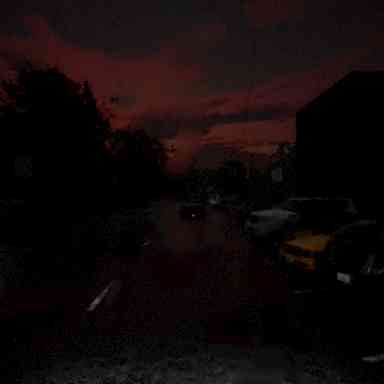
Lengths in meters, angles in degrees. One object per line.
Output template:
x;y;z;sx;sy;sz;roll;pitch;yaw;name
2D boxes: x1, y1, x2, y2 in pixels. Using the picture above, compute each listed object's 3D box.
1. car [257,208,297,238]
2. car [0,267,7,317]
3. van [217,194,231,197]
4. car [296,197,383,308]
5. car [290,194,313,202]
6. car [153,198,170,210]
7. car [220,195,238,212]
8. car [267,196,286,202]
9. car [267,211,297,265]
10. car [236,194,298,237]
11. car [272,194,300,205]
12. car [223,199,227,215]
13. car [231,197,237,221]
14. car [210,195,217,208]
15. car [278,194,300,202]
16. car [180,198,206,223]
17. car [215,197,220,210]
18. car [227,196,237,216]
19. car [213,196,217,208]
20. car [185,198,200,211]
5.311;1.526;12.933;4.792;1.488;2.163;1;0;-20;car
-4.004;1.527;3.820;1.812;1.442;4.674;0;0;0;car
5.482;1.332;37.016;4.442;1.987;1.878;1;0;-20;van
5.317;1.238;6.918;5.566;2.045;2.435;1;0;-20;car
26.994;1.461;82.197;2.435;2.045;5.566;1;-1;-22;car
-4.140;1.574;45.569;1.882;1.535;5.008;0;0;0;car
5.404;1.413;30.967;4.553;1.767;2.185;1;0;-20;car
20.910;1.739;82.072;2.163;1.488;4.792;0;-1;-21;car
5.159;1.487;9.875;5.366;1.575;1.946;1;0;-20;car
5.323;1.250;15.935;5.566;2.045;2.435;1;0;-20;car
18.326;1.400;65.010;2.435;2.045;5.566;0;1;-21;car
5.368;1.569;27.958;4.674;1.452;2.002;1;0;-20;car
5.326;1.388;21.949;4.553;1.767;2.185;1;0;-20;car
5.188;1.569;42.914;5.366;1.575;1.946;1;0;-20;car
23.933;1.460;82.157;2.435;2.045;5.566;0;-1;-21;car
0.101;1.516;25.912;1.882;1.535;5.008;0;0;0;car
5.363;1.547;33.970;5.008;1.535;2.097;1;0;-20;car
5.331;1.395;24.950;4.553;1.767;2.185;1;0;-20;car
5.373;1.605;39.972;4.674;1.452;2.002;1;0;-20;car
0.085;1.593;42.915;1.837;1.490;4.892;0;0;0;car
